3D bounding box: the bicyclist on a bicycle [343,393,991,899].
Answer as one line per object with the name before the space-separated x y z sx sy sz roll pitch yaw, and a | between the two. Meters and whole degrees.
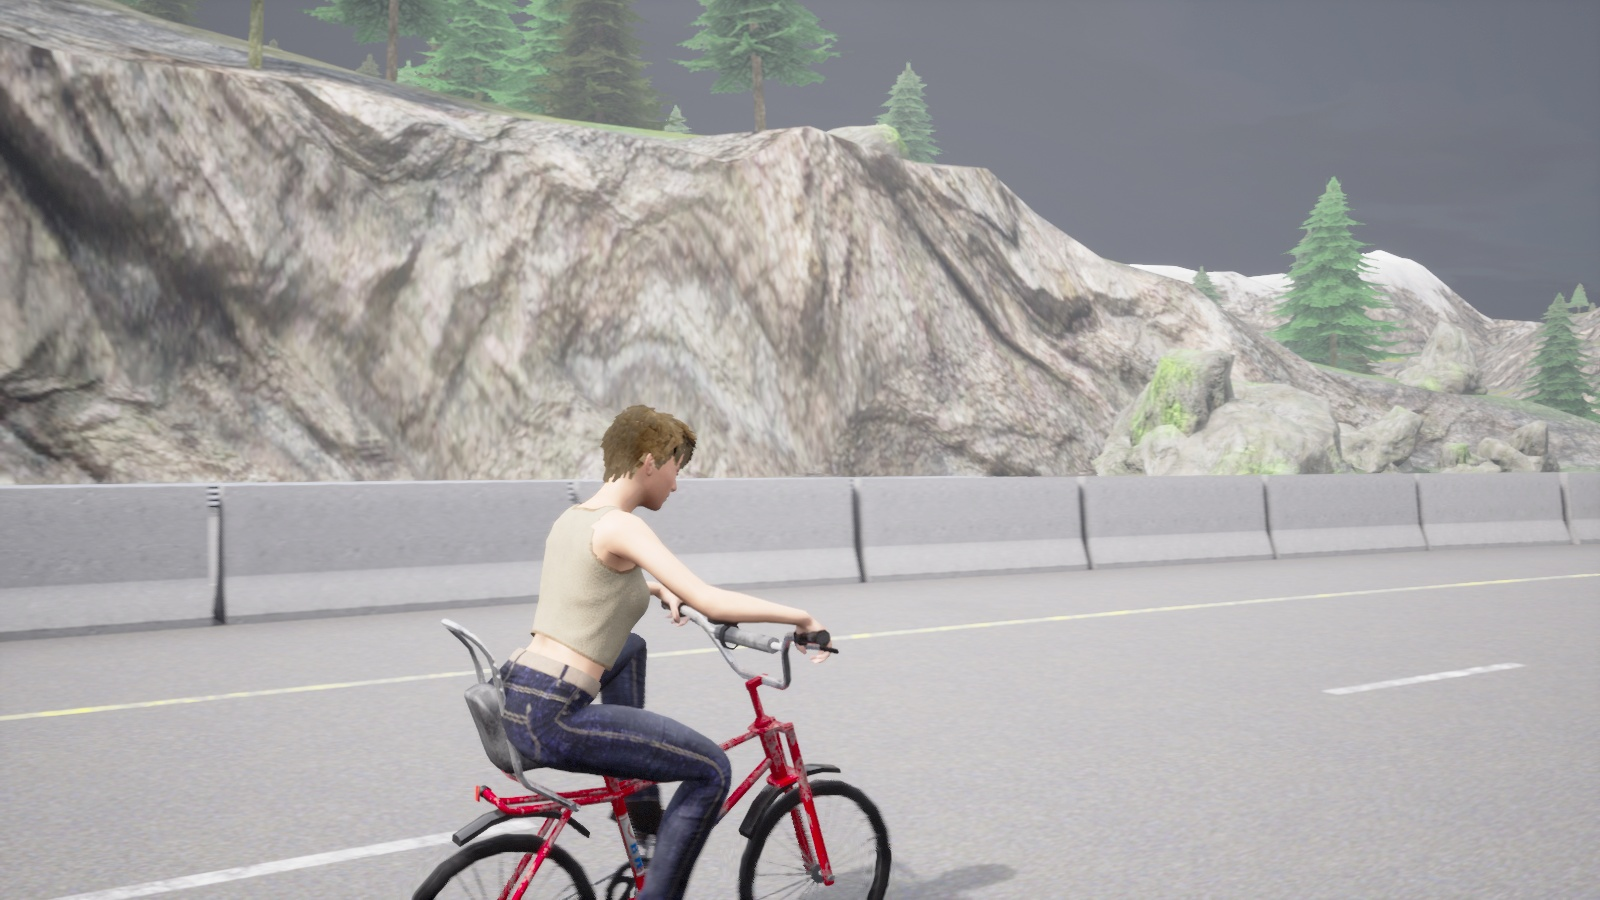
bicyclist on a bicycle | -0.345 0.689 3.391 1.509 1.612 0.866 0 0 -34
